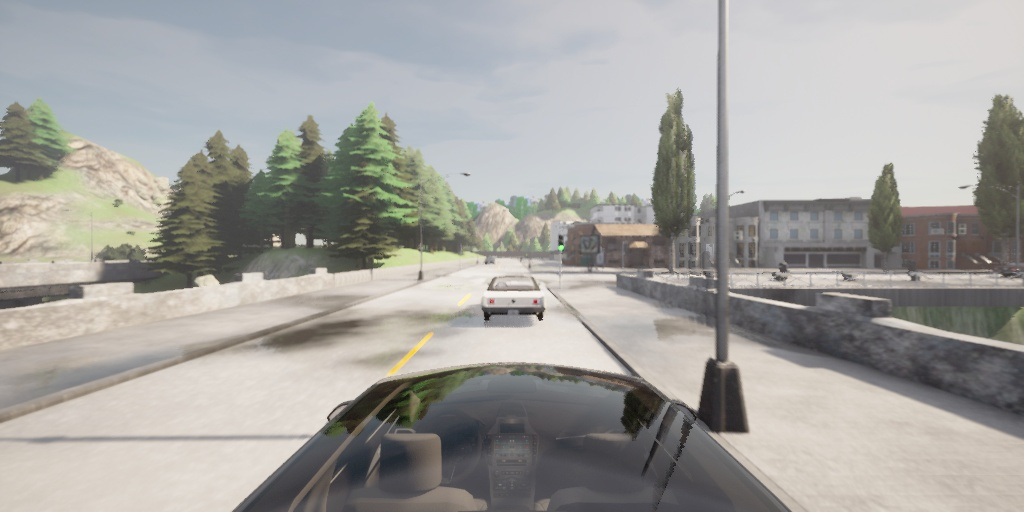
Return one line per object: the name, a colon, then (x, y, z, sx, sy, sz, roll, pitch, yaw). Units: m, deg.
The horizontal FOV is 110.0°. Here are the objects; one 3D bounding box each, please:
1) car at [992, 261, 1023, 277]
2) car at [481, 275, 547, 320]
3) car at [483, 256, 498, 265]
car: (43.771, 1.124, 29.972, 5.357, 1.411, 2.033, 0, 0, 1)
car: (0.061, 1.286, 12.261, 1.895, 1.301, 4.718, 0, 0, 0)
car: (-4.026, 0.865, 64.969, 1.837, 1.490, 4.892, 0, 1, 0)
